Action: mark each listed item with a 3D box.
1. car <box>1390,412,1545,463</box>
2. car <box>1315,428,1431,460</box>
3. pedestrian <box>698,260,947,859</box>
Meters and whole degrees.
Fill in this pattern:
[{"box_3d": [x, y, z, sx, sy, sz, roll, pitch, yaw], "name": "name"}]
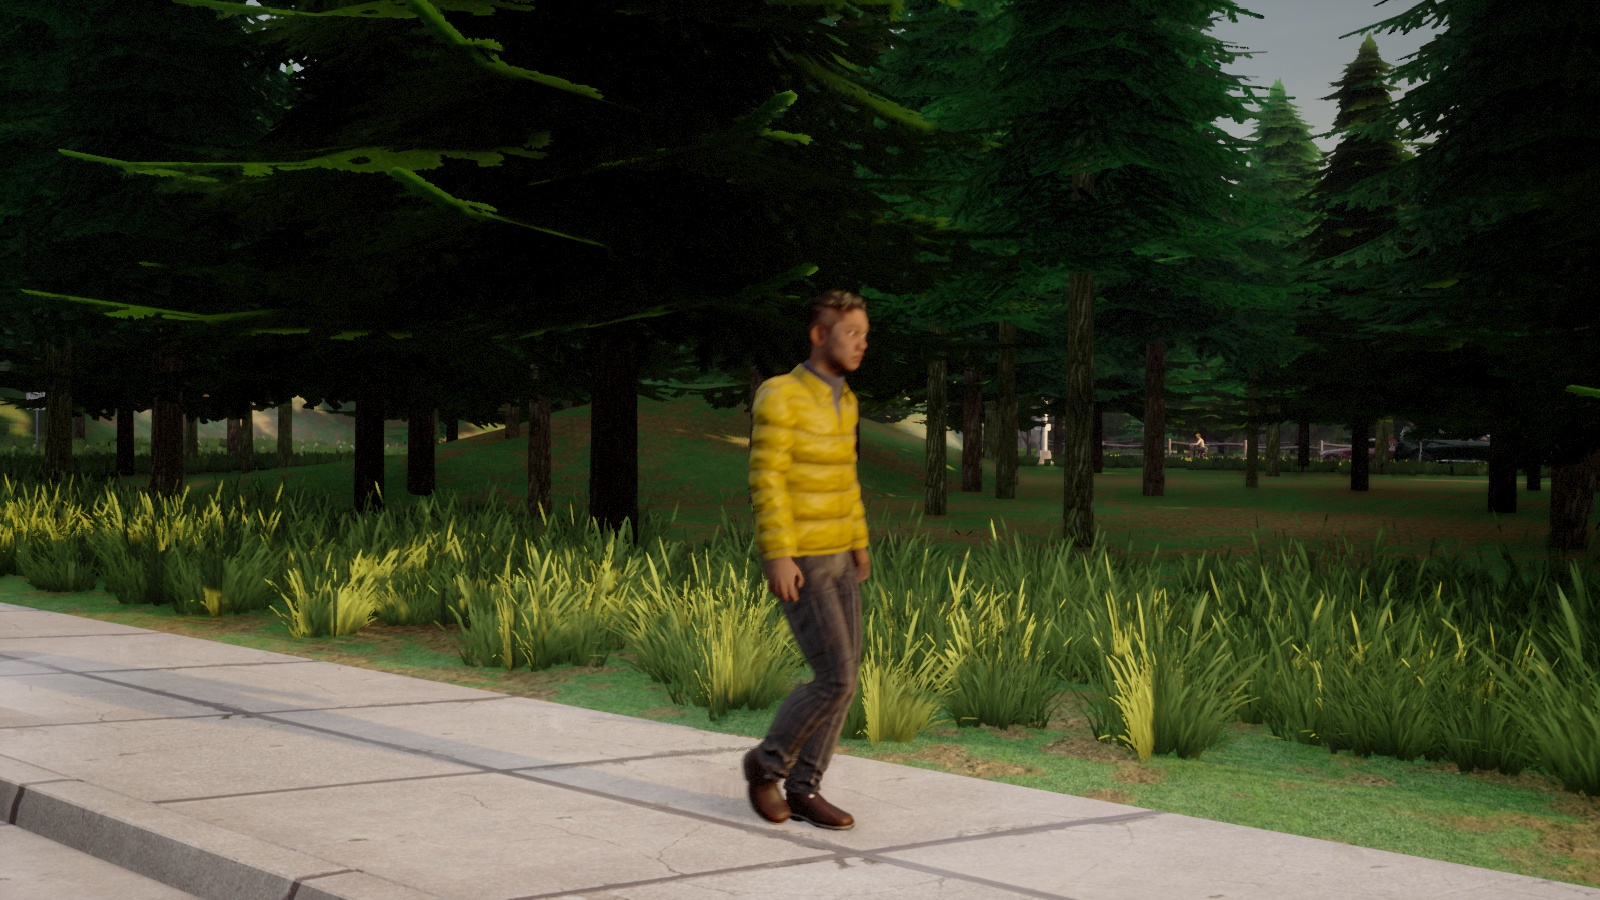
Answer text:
[{"box_3d": [28.219, -0.531, 53.175, 5.566, 2.045, 2.150, 0, 1, 35], "name": "car"}, {"box_3d": [26.660, -0.283, 58.521, 4.674, 1.442, 1.812, 0, 1, 35], "name": "car"}, {"box_3d": [0.072, 0.335, 4.238, 0.709, 1.840, 0.431, 0, 1, 39], "name": "pedestrian"}]
